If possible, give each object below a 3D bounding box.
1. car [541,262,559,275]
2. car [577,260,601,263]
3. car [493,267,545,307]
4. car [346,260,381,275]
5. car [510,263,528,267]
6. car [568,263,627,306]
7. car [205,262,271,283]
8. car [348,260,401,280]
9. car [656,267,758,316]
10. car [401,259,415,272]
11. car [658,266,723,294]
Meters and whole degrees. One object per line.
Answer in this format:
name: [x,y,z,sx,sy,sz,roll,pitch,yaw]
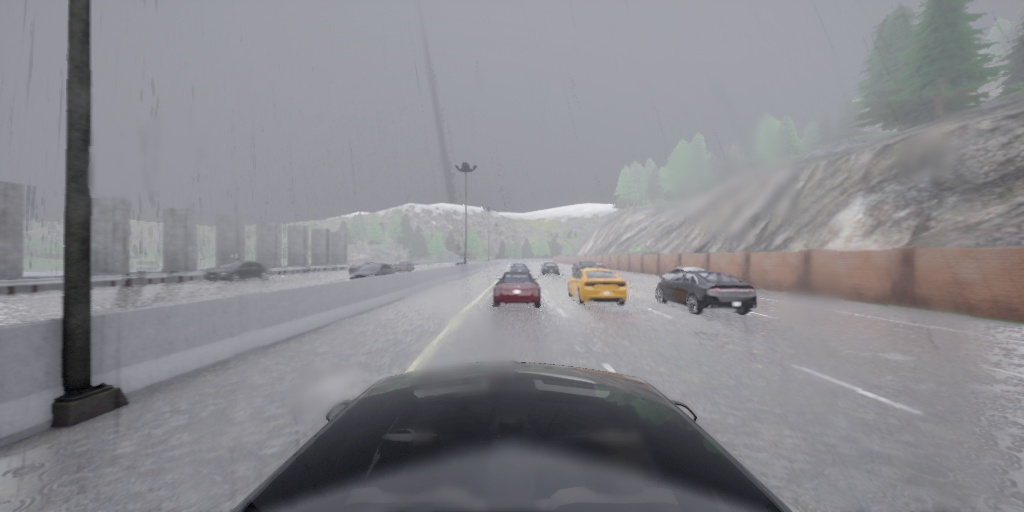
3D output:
car: [4.330,1.420,41.405,1.812,1.442,4.674,0,0,1]
car: [7.779,1.255,38.816,2.097,1.767,4.553,0,0,1]
car: [0.234,1.360,15.935,1.994,1.385,4.181,0,0,1]
car: [-16.844,1.269,40.945,1.882,1.535,5.008,0,0,1]
car: [0.744,1.429,37.510,1.994,1.385,4.181,0,0,1]
car: [3.730,1.291,16.375,1.882,1.535,5.008,0,0,1]
car: [-20.682,1.236,27.314,1.837,1.490,4.892,0,-1,2]
car: [-10.197,1.285,26.744,1.837,1.490,4.892,0,-1,2]
car: [7.199,1.315,13.831,2.128,1.511,4.902,0,0,1]
car: [-13.299,1.381,43.926,1.994,1.385,4.181,0,0,1]
car: [10.882,1.392,22.334,1.812,1.442,4.674,0,0,1]
